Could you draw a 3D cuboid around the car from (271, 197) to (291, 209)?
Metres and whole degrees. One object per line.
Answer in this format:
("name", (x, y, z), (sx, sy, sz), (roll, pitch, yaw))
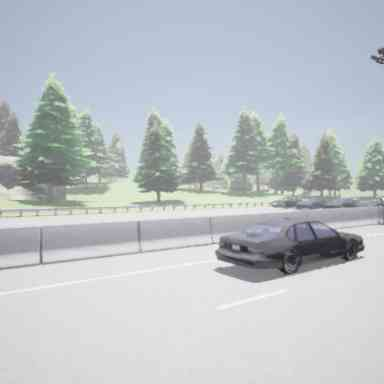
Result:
("car", (12.249, 1.376, 42.801), (4.902, 1.511, 2.128), (0, 0, -35))

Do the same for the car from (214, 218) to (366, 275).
("car", (3.214, 1.519, 10.338), (5.357, 1.411, 2.033), (0, 0, -36))

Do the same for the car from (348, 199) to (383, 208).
("car", (18.962, 1.430, 34.709), (5.357, 1.411, 2.033), (0, 0, -35))

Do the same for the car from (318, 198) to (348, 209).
("car", (17.065, 1.429, 37.658), (5.357, 1.411, 2.033), (0, 0, -35))

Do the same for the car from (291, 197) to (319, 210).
("car", (14.838, 1.429, 40.356), (5.357, 1.411, 2.033), (0, 0, -35))
